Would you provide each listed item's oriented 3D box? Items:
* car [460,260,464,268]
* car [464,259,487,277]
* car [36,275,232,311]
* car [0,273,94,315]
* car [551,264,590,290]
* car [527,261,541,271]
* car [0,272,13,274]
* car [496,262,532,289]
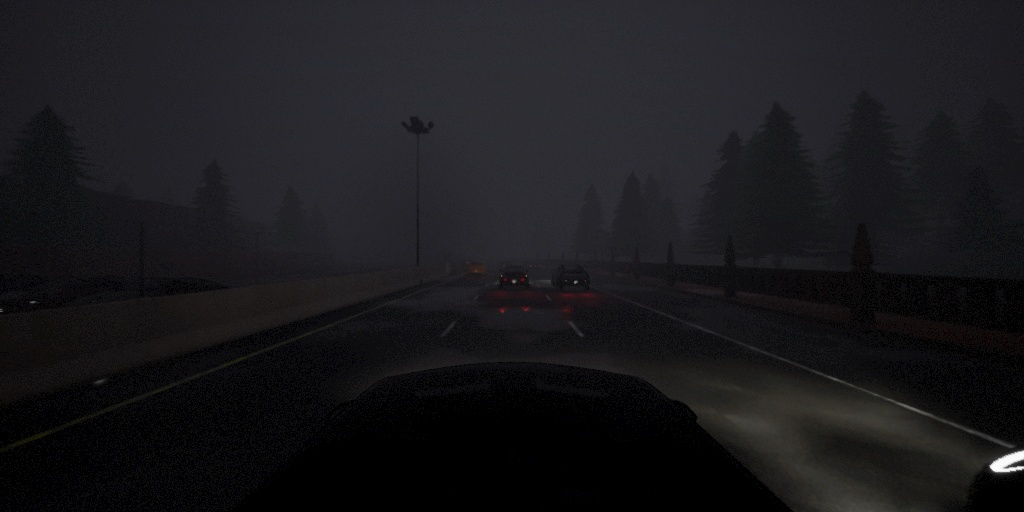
[{"bbox_3d":[-7.772,1.328,61.801,1.837,1.490,4.892,2,-1,-18],"label":"car"},{"bbox_3d":[-3.604,1.271,36.915,1.882,1.535,5.008,0,0,-3],"label":"car"},{"bbox_3d":[-10.549,1.319,10.842,1.994,1.385,4.181,0,0,0],"label":"car"},{"bbox_3d":[-14.043,1.318,11.812,1.994,1.385,4.181,0,0,1],"label":"car"},{"bbox_3d":[3.622,1.272,22.735,2.128,1.511,4.902,0,0,0],"label":"car"},{"bbox_3d":[2.566,1.362,49.312,2.033,1.411,5.357,0,0,-10],"label":"car"},{"bbox_3d":[-17.543,1.276,11.646,1.812,1.442,4.674,0,0,1],"label":"car"},{"bbox_3d":[0.125,1.304,23.392,1.812,1.442,4.674,0,0,0],"label":"car"}]
